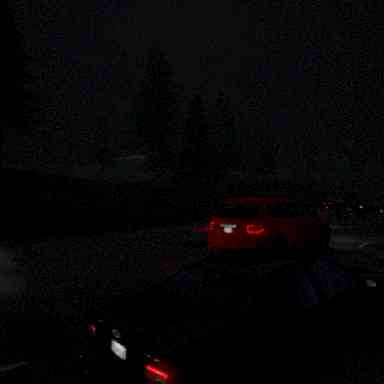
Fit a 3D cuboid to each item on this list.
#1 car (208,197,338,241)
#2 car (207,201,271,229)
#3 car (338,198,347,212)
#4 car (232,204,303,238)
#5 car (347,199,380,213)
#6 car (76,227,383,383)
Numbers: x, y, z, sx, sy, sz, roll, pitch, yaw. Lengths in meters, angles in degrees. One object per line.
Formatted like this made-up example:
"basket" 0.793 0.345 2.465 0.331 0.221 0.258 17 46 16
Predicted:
"car" 2.908 1.199 11.731 2.150 2.045 5.566 0 0 44
"car" 3.301 1.450 22.652 1.882 1.535 5.008 0 0 41
"car" 15.990 1.378 37.354 1.837 1.490 4.892 0 0 41
"car" 4.326 1.491 18.543 1.812 1.442 4.674 0 0 42
"car" 17.973 1.424 34.292 1.994 1.385 4.181 0 0 41
"car" 1.194 1.540 4.825 5.357 1.411 2.033 0 0 -41
